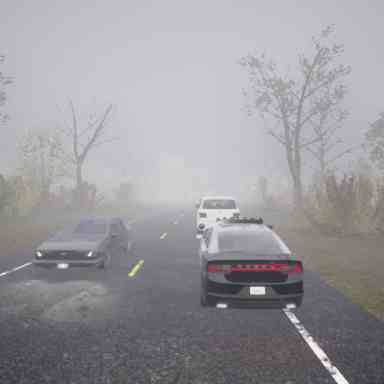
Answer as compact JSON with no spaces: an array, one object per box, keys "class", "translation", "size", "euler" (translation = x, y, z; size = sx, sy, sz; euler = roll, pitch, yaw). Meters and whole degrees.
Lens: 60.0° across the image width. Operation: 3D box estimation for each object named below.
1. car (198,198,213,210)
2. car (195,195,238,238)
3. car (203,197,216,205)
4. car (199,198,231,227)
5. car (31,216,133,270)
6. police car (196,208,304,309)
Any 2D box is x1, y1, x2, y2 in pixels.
[{"class":"car","translation":[1.931,1.582,46.345],"size":[1.837,1.490,4.892],"euler":[0,0,5]},{"class":"car","translation":[1.367,1.232,17.961],"size":[2.150,2.045,5.566],"euler":[0,0,2]},{"class":"car","translation":[3.382,1.707,63.426],"size":[2.033,1.411,5.357],"euler":[0,0,6]},{"class":"car","translation":[1.584,1.365,23.870],"size":[2.097,1.767,4.553],"euler":[0,0,2]},{"class":"car","translation":[-3.330,1.552,11.364],"size":[2.033,1.411,5.357],"euler":[0,0,1]},{"class":"police car","translation":[1.127,1.428,8.088],"size":[1.930,1.638,5.238],"euler":[0,0,1]}]
